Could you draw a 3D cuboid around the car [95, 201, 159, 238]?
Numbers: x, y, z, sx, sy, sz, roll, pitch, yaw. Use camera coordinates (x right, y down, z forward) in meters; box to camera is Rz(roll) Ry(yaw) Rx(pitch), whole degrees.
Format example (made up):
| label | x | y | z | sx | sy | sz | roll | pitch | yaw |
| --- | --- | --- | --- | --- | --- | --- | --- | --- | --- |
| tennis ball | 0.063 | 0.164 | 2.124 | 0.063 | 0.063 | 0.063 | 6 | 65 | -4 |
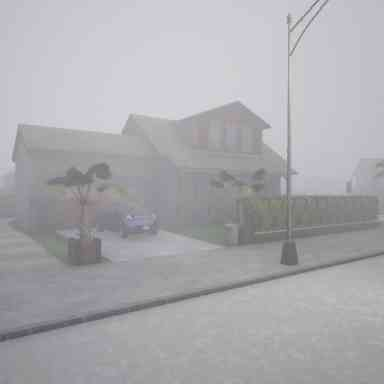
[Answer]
| label | x | y | z | sx | sy | sz | roll | pitch | yaw |
| --- | --- | --- | --- | --- | --- | --- | --- | --- | --- |
| car | -3.024 | 1.174 | 15.291 | 1.845 | 1.501 | 3.633 | 0 | 0 | -38 |
